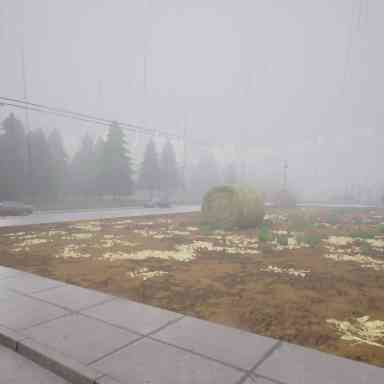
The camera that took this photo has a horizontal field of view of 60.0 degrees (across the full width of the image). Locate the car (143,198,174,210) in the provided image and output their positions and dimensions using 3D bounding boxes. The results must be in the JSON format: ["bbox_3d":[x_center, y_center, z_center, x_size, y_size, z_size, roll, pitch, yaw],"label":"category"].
[{"bbox_3d":[-4.410,1.531,44.402,1.837,1.490,4.892,0,0,37],"label":"car"}]

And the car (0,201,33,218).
[{"bbox_3d":[-16.153,1.552,28.590,1.812,1.442,4.674,0,0,37],"label":"car"}]
